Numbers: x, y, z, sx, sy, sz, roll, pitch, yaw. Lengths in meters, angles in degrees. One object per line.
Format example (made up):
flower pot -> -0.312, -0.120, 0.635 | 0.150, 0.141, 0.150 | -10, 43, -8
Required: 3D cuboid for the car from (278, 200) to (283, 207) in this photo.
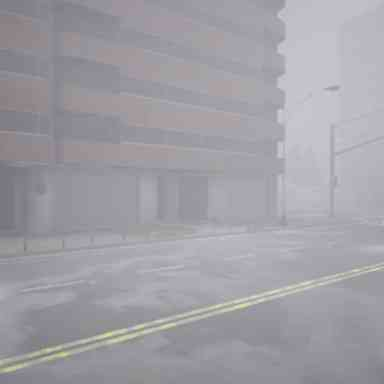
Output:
car -> 11.001, 1.349, 48.637 | 2.097, 1.767, 4.553 | 0, 0, -35
